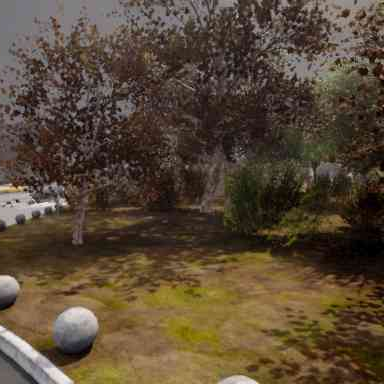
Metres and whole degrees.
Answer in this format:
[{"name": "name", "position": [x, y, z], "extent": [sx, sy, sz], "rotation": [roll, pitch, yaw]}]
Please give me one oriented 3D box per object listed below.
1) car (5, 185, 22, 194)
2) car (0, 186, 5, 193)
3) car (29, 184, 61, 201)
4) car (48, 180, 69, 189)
[{"name": "car", "position": [-27.621, -0.540, 49.969], "extent": [1.946, 1.575, 5.366], "rotation": [0, 3, 3]}, {"name": "car", "position": [-27.919, -0.212, 44.461], "extent": [1.946, 1.575, 5.366], "rotation": [0, 3, 3]}, {"name": "car", "position": [-16.397, 0.195, 38.443], "extent": [1.837, 1.490, 4.892], "rotation": [0, 3, 2]}, {"name": "car", "position": [-26.714, -1.510, 66.771], "extent": [2.163, 1.488, 4.792], "rotation": [0, 3, 3]}]
